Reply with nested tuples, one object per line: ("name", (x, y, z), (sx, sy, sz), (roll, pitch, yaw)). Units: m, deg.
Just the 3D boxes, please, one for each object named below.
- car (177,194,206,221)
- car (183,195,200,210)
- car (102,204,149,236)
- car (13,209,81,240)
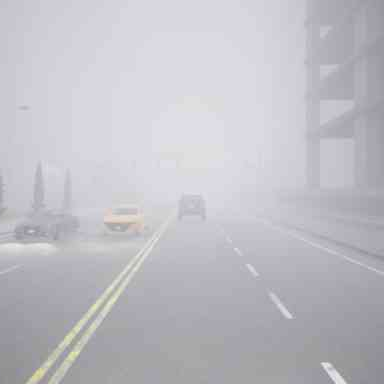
("car", (-0.008, 1.194, 27.211), (2.150, 2.045, 5.566), (0, 0, 0))
("car", (-0.039, 1.306, 43.412), (2.097, 1.767, 4.553), (0, 0, 0))
("car", (-3.546, 1.463, 18.448), (1.882, 1.535, 5.008), (0, 0, 0))
("car", (-7.129, 1.553, 16.727), (1.994, 1.385, 4.181), (0, 0, 0))
